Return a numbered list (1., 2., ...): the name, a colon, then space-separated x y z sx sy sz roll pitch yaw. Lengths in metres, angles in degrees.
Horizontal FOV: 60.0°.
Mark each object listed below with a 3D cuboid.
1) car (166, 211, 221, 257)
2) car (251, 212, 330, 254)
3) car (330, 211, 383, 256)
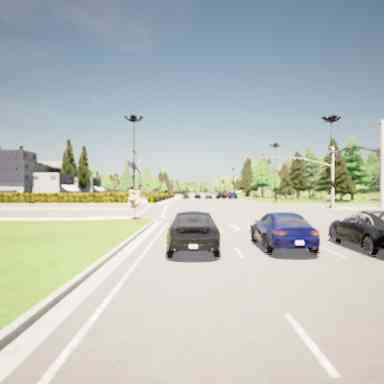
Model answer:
1. car: 0.060 1.493 12.924 1.837 1.490 4.892 0 -1 0
2. car: 3.564 1.516 13.256 1.812 1.442 4.674 0 0 0
3. car: 7.060 1.481 13.009 2.128 1.511 4.902 0 0 0
